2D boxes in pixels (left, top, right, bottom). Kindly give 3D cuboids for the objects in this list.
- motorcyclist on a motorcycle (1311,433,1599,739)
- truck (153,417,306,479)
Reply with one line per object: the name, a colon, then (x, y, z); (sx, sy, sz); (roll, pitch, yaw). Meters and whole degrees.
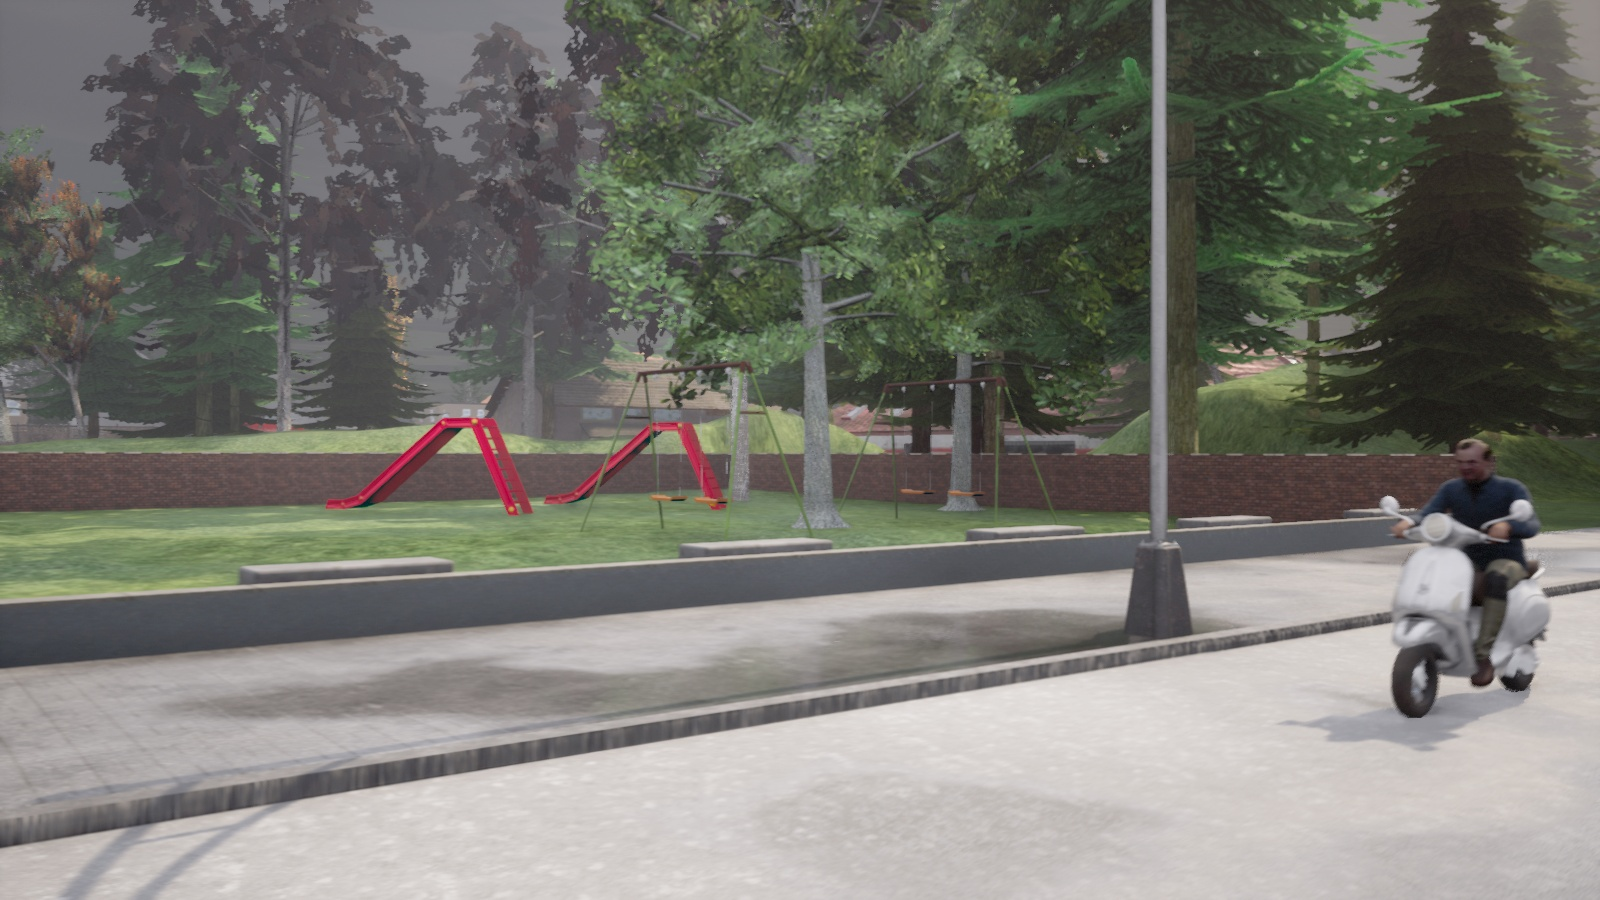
motorcyclist on a motorcycle: (3.927, 0.710, 7.440); (1.817, 1.590, 0.866); (0, 0, -38)
truck: (-36.365, -0.105, 80.221); (8.468, 3.827, 2.891); (0, 0, -38)
